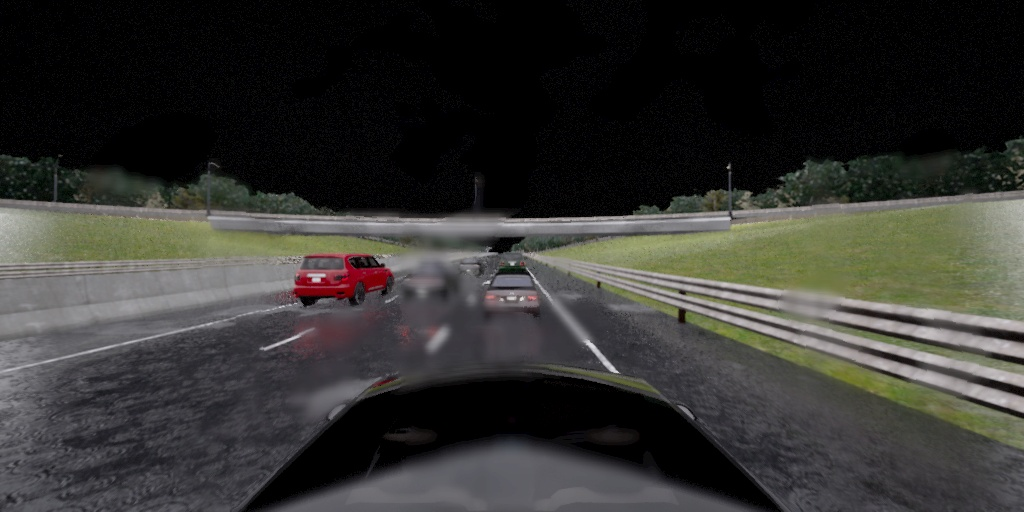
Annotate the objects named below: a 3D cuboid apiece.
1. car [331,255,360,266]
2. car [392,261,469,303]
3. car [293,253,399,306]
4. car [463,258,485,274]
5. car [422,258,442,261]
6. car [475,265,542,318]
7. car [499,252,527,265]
[{"bbox_3d":[-24.574,0.626,53.061,1.882,1.535,5.008,0,1,0],"label":"car"},{"bbox_3d":[-3.436,1.150,16.206,2.128,1.511,4.902,0,1,0],"label":"car"},{"bbox_3d":[-6.939,0.893,15.430,2.150,2.045,5.566,0,1,0],"label":"car"},{"bbox_3d":[-3.435,0.943,31.441,2.128,1.511,4.902,0,1,0],"label":"car"},{"bbox_3d":[-6.935,0.943,31.452,2.128,1.511,4.902,0,1,0],"label":"car"},{"bbox_3d":[0.038,1.245,12.782,2.033,1.411,5.357,0,1,0],"label":"car"},{"bbox_3d":[0.061,0.688,30.440,2.150,2.045,5.566,0,1,1],"label":"car"}]
